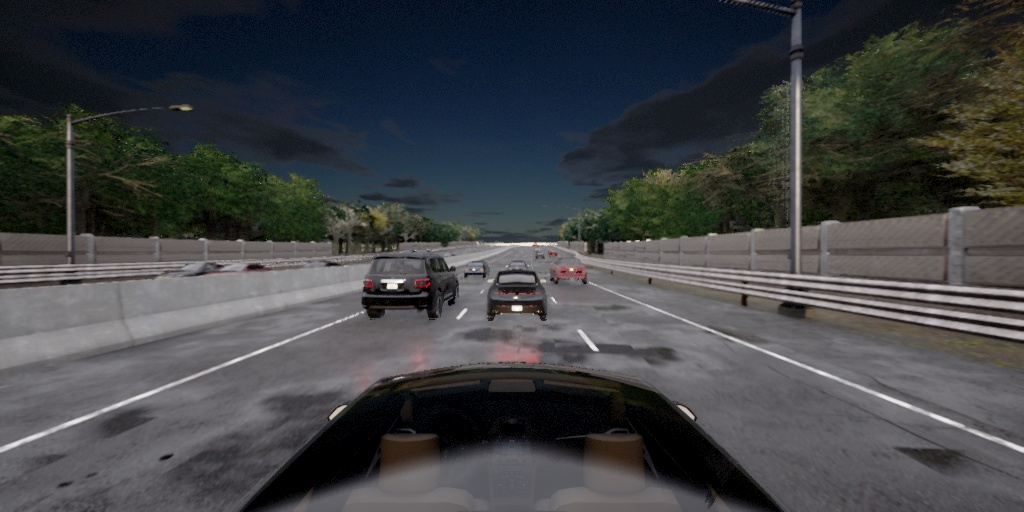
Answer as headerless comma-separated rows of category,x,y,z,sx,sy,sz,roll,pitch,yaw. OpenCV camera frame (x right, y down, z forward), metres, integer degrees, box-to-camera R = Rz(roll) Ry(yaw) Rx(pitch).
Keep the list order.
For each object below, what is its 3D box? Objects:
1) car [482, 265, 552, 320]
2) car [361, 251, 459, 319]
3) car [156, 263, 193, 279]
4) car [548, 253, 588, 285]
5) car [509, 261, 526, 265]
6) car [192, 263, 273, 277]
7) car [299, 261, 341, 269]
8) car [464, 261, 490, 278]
car,0.168,1.219,12.537,1.837,1.490,4.892,0,0,1
car,-3.333,0.933,12.745,2.150,2.045,5.566,0,0,1
car,-20.861,1.174,23.913,1.812,1.442,4.674,0,0,1
car,3.727,0.865,24.387,2.097,1.767,4.553,0,0,1
car,0.504,1.108,31.574,2.033,1.411,5.357,0,1,1
car,-17.378,1.181,23.033,1.812,1.442,4.674,0,0,1
car,-13.823,1.137,25.769,1.837,1.490,4.892,0,1,1
car,-3.002,1.111,31.360,2.033,1.411,5.357,0,1,1
